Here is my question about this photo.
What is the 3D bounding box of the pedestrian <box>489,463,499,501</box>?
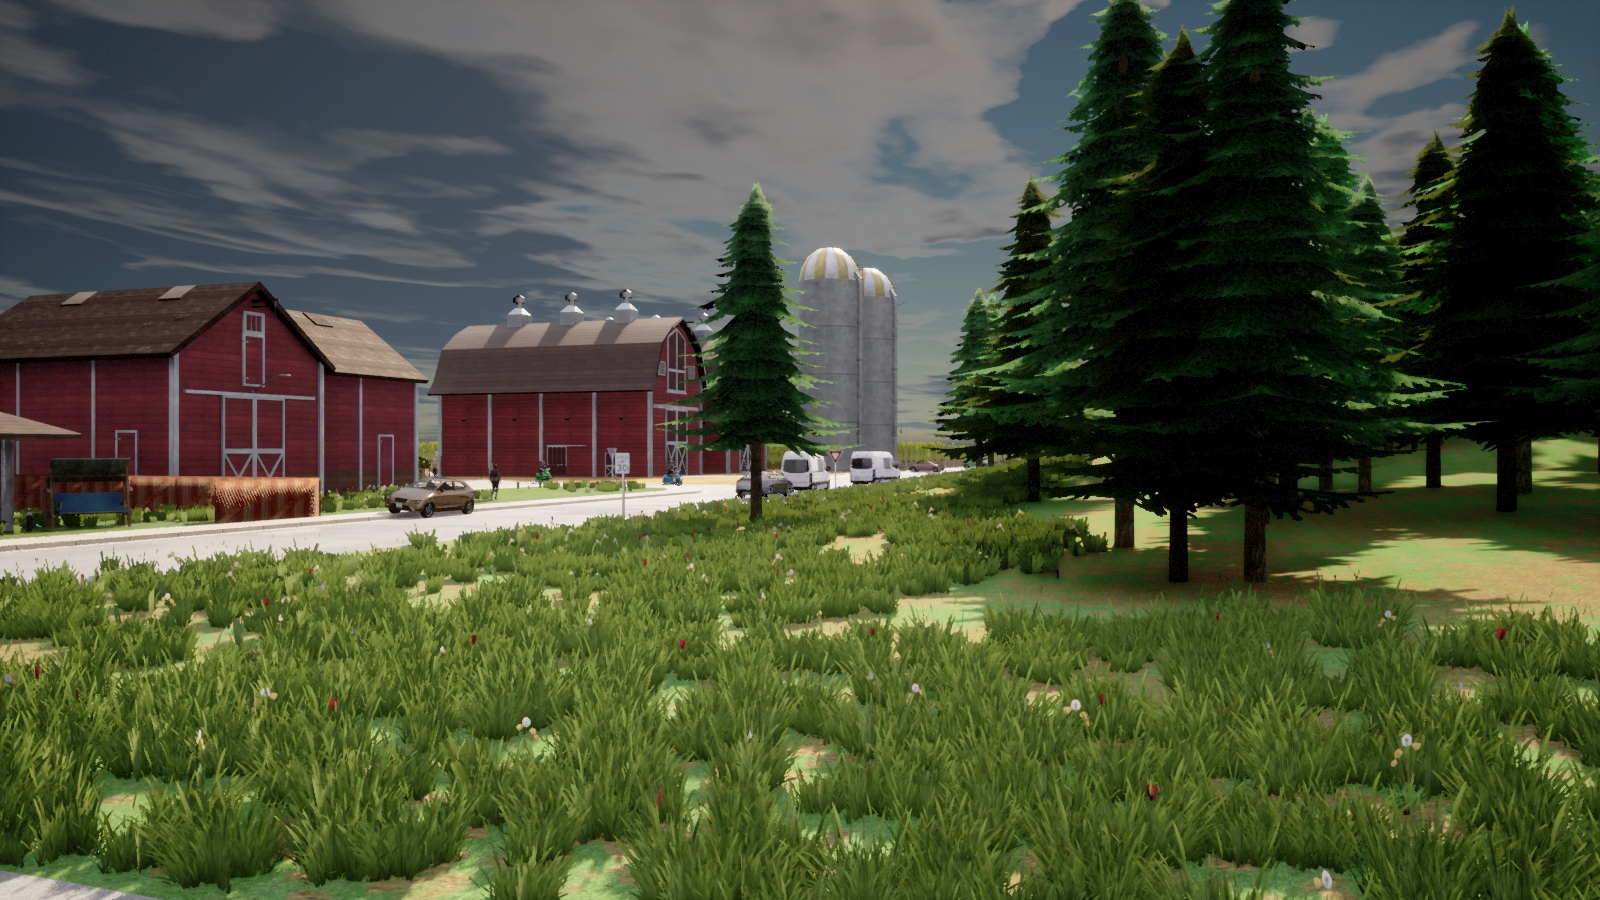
[{"bbox_3d":[-14.953,1.547,55.877,0.375,1.860,0.375,0,0,5],"label":"pedestrian"}]

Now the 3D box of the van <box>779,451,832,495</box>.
[{"bbox_3d":[0.425,1.381,70.673,1.988,2.561,5.915,0,0,13],"label":"van"}]

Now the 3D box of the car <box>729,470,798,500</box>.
[{"bbox_3d":[-1.942,1.908,63.002,2.128,1.511,4.902,0,0,20],"label":"car"}]
